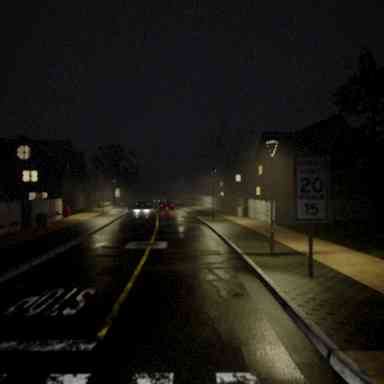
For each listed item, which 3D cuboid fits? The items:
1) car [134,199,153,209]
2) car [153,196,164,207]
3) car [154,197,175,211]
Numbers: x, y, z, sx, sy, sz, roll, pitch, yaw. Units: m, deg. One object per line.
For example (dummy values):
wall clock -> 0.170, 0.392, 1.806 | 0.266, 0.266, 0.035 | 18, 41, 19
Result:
car -> -6.674, 1.578, 44.584 | 1.994, 1.385, 4.181 | 0, 0, -9
car -> -5.063, 1.400, 50.793 | 2.097, 1.767, 4.553 | 0, 0, -12
car -> -3.263, 1.594, 40.921 | 1.895, 1.301, 4.718 | 0, 0, -9
